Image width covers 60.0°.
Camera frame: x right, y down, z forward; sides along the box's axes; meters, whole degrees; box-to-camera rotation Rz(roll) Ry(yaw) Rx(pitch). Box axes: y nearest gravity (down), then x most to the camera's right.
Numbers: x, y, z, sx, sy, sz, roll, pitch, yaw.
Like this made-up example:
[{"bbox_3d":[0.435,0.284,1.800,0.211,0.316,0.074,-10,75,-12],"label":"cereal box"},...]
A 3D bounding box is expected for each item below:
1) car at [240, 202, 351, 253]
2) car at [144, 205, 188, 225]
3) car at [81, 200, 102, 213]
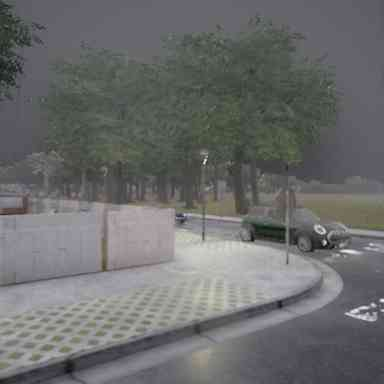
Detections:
[{"bbox_3d":[4.149,1.345,13.907,2.097,1.767,4.553,0,0,-35],"label":"car"},{"bbox_3d":[-2.294,1.576,23.004,1.895,1.301,4.718,0,0,-35],"label":"car"},{"bbox_3d":[-10.294,1.500,34.307,2.033,1.411,5.357,0,0,-35],"label":"car"}]
